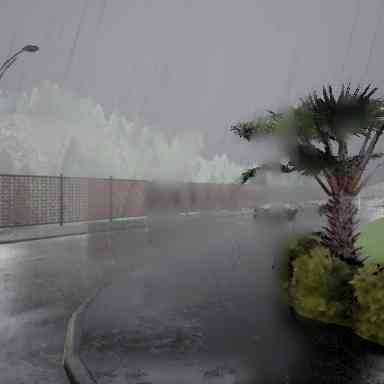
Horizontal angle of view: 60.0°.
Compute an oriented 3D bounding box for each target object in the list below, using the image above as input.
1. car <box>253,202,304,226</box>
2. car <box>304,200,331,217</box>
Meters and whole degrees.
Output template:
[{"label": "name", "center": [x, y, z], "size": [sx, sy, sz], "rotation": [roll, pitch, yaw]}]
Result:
[{"label": "car", "center": [6.142, 1.477, 23.835], "size": [1.882, 1.535, 5.008], "rotation": [0, 0, 36]}, {"label": "car", "center": [11.938, 1.491, 31.903], "size": [2.128, 1.511, 4.902], "rotation": [0, 0, 35]}]
